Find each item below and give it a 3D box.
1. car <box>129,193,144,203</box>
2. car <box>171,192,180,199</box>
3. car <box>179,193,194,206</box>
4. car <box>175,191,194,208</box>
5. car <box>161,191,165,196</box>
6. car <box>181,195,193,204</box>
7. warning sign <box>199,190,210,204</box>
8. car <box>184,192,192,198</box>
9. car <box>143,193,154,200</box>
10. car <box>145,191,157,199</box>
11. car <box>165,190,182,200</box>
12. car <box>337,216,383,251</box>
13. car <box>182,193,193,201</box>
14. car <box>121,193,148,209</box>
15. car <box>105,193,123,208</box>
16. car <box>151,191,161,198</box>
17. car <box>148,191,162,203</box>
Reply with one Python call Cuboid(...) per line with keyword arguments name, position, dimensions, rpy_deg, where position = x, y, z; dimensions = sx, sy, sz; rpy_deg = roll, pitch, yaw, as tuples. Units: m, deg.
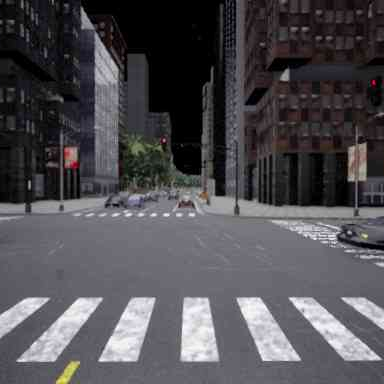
Cuboid(name="car", position=(-9.320, 0.993, 56.021), dimensions=(1.752, 1.417, 4.829), rpy_deg=(0, 0, 0))
Cuboid(name="car", position=(-3.718, 0.794, 76.548), dimensions=(1.812, 1.442, 4.674), rpy_deg=(0, 0, 0))
Cuboid(name="car", position=(-0.711, 0.992, 45.403), dimensions=(1.967, 1.590, 4.097), rpy_deg=(0, 0, 0))
Cuboid(name="car", position=(-0.668, 1.036, 39.979), dimensions=(1.967, 1.590, 4.097), rpy_deg=(0, 0, 0))
Cuboid(name="car", position=(-6.672, 0.666, 70.676), dimensions=(1.994, 1.385, 4.181), rpy_deg=(0, 0, 0))
Cuboid(name="car", position=(-0.754, 1.090, 50.829), dimensions=(1.802, 1.307, 4.206), rpy_deg=(0, 0, 0))
Cuboid(name="warning sign", position=(1.614, 0.681, 43.664), dimensions=(1.300, 1.860, 1.060), rpy_deg=(0, 1, 0))
Cuboid(name="car", position=(-1.014, 0.699, 83.376), dimensions=(1.967, 1.590, 4.097), rpy_deg=(0, 0, 0))
Cuboid(name="car", position=(-9.452, 0.922, 72.469), dimensions=(1.802, 1.307, 4.206), rpy_deg=(0, 0, 0))
Cuboid(name="car", position=(-9.496, 0.615, 77.892), dimensions=(2.192, 1.841, 5.009), rpy_deg=(0, 0, 0))
Cuboid(name="car", position=(-3.639, 0.737, 66.509), dimensions=(2.097, 1.767, 4.553), rpy_deg=(0, 0, 0))
Cuboid(name="car", position=(8.297, 1.570, 12.329), dimensions=(5.357, 1.411, 2.033), rpy_deg=(1, 0, -3))
Cuboid(name="car", position=(-0.840, 0.967, 61.678), dimensions=(1.887, 1.381, 4.507), rpy_deg=(0, 0, 0))
Cuboid(name="car", position=(-6.502, 1.137, 38.050), dimensions=(1.812, 1.442, 4.674), rpy_deg=(0, 0, -1))
Cuboid(name="car", position=(-9.192, 1.162, 39.914), dimensions=(1.947, 1.339, 4.313), rpy_deg=(0, 0, 0))
Cuboid(name="car", position=(-9.582, 0.535, 88.744), dimensions=(2.192, 1.841, 5.009), rpy_deg=(0, 0, 0))
Cuboid(name="car", position=(-6.610, 1.025, 54.725), dimensions=(2.033, 1.411, 5.357), rpy_deg=(0, 0, 0))
